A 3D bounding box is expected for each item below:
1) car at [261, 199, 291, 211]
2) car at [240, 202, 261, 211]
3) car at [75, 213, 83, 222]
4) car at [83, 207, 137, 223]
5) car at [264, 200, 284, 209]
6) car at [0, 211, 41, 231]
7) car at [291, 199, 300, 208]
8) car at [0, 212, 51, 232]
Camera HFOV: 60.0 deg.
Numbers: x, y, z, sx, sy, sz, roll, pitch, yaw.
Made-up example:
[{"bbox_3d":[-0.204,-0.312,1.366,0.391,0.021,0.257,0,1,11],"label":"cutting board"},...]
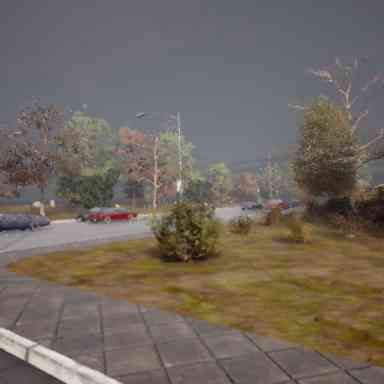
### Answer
[{"bbox_3d":[12.331,1.809,48.657,2.097,1.767,4.553,-2,-2,32],"label":"car"},{"bbox_3d":[9.022,2.171,49.954,1.895,1.301,4.718,-2,-2,32],"label":"car"},{"bbox_3d":[-9.371,2.237,34.250,2.033,1.411,5.357,-2,-1,32],"label":"car"},{"bbox_3d":[-7.322,2.168,30.957,1.895,1.301,4.718,-2,-1,32],"label":"car"},{"bbox_3d":[14.475,2.134,58.538,1.882,1.535,5.008,-2,-2,33],"label":"car"},{"bbox_3d":[-14.622,2.275,26.156,1.895,1.301,4.718,-2,-1,33],"label":"car"},{"bbox_3d":[17.725,2.047,57.118,1.837,1.490,4.892,-2,-2,33],"label":"car"},{"bbox_3d":[-12.566,2.100,22.931,2.033,1.411,5.357,-2,-1,33],"label":"car"}]
